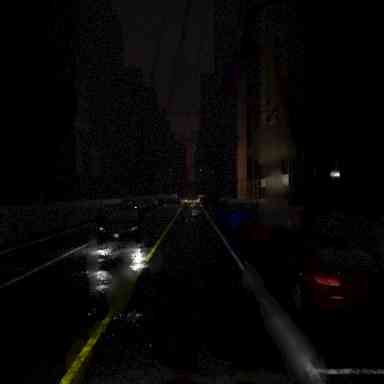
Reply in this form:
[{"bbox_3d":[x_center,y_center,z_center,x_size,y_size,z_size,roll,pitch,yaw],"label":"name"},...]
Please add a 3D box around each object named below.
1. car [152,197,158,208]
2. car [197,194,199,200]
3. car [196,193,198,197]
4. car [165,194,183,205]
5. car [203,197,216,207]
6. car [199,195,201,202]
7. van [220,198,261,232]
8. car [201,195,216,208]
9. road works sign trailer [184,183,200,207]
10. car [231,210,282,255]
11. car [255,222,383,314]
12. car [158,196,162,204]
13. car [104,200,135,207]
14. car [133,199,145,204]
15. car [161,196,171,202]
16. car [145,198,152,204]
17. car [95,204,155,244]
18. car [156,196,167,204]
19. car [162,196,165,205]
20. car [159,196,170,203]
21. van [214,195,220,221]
[{"bbox_3d":[-5.765,1.560,41.358,1.947,1.339,4.313,0,0,0],"label":"car"},{"bbox_3d":[2.757,1.441,75.427,1.967,1.590,4.097,0,0,0],"label":"car"},{"bbox_3d":[2.756,1.451,92.460,1.967,1.590,4.097,0,0,0],"label":"car"},{"bbox_3d":[-3.061,1.557,57.165,1.994,1.385,4.181,0,0,0],"label":"car"},{"bbox_3d":[2.759,1.518,52.887,1.752,1.417,4.829,0,0,0],"label":"car"},{"bbox_3d":[2.758,1.434,58.395,1.967,1.590,4.097,0,0,0],"label":"car"},{"bbox_3d":[2.761,1.338,18.651,1.690,1.788,3.998,0,0,0],"label":"van"},{"bbox_3d":[2.759,1.308,47.038,2.192,1.841,5.009,0,0,0],"label":"car"},{"bbox_3d":[-0.003,0.458,50.246,2.380,3.560,2.880,0,0,0],"label":"road works sign trailer"},{"bbox_3d":[2.761,1.580,12.973,1.802,1.307,4.206,0,0,0],"label":"car"},{"bbox_3d":[2.762,1.580,7.296,1.802,1.307,4.206,0,0,0],"label":"car"},{"bbox_3d":[-5.766,1.519,46.864,1.752,1.417,4.829,0,0,0],"label":"car"},{"bbox_3d":[-5.764,1.547,24.326,2.008,1.369,4.403,0,0,0],"label":"car"},{"bbox_3d":[-5.764,1.436,30.003,1.967,1.590,4.097,0,0,0],"label":"car"},{"bbox_3d":[-5.768,1.567,75.422,1.947,1.339,4.313,0,0,0],"label":"car"},{"bbox_3d":[-5.765,1.520,35.510,1.752,1.417,4.829,0,0,0],"label":"car"},{"bbox_3d":[-3.101,1.523,15.949,1.812,1.442,4.674,0,0,0],"label":"car"},{"bbox_3d":[-5.767,1.521,63.897,1.752,1.417,4.829,0,0,0],"label":"car"},{"bbox_3d":[-5.766,1.539,58.390,1.887,1.381,4.507,0,0,0],"label":"car"},{"bbox_3d":[-5.767,1.543,69.744,1.887,1.381,4.507,0,0,0],"label":"car"},{"bbox_3d":[2.761,1.337,24.329,1.690,1.788,3.998,0,0,0],"label":"van"}]
